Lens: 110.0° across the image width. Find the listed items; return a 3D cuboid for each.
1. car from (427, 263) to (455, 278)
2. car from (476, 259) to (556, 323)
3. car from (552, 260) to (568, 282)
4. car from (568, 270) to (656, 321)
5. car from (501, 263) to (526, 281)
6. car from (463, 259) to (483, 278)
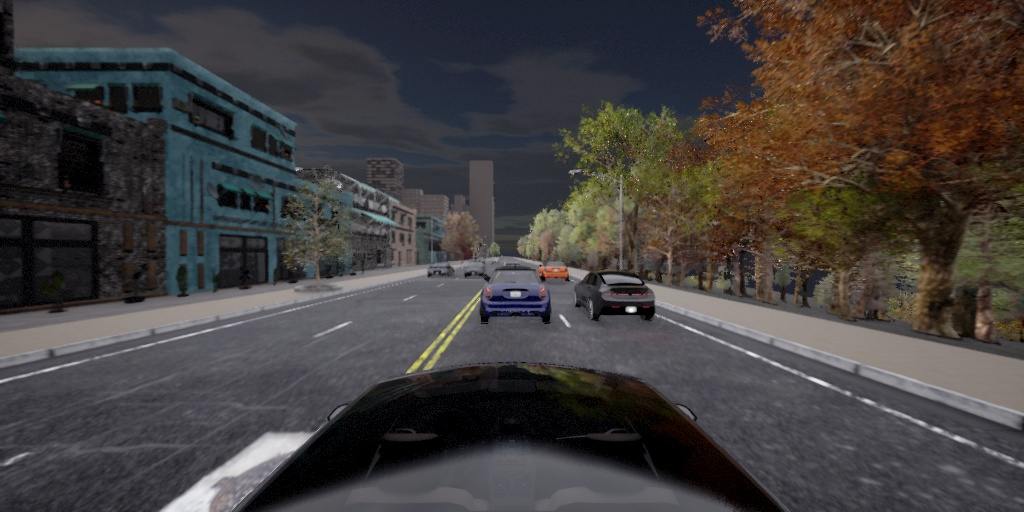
[{"bbox_3d":[-6.593,1.308,33.626,1.994,1.385,4.181,0,0,0],"label":"car"},{"bbox_3d":[0.101,1.100,12.272,2.097,1.767,4.553,0,0,0],"label":"car"},{"bbox_3d":[3.351,1.097,29.505,2.097,1.767,4.553,0,0,0],"label":"car"},{"bbox_3d":[3.350,1.253,12.486,1.837,1.490,4.892,0,0,0],"label":"car"},{"bbox_3d":[0.101,1.309,30.548,1.994,1.385,4.181,0,0,0],"label":"car"},{"bbox_3d":[-3.345,1.249,33.405,1.837,1.490,4.892,0,0,0],"label":"car"}]
